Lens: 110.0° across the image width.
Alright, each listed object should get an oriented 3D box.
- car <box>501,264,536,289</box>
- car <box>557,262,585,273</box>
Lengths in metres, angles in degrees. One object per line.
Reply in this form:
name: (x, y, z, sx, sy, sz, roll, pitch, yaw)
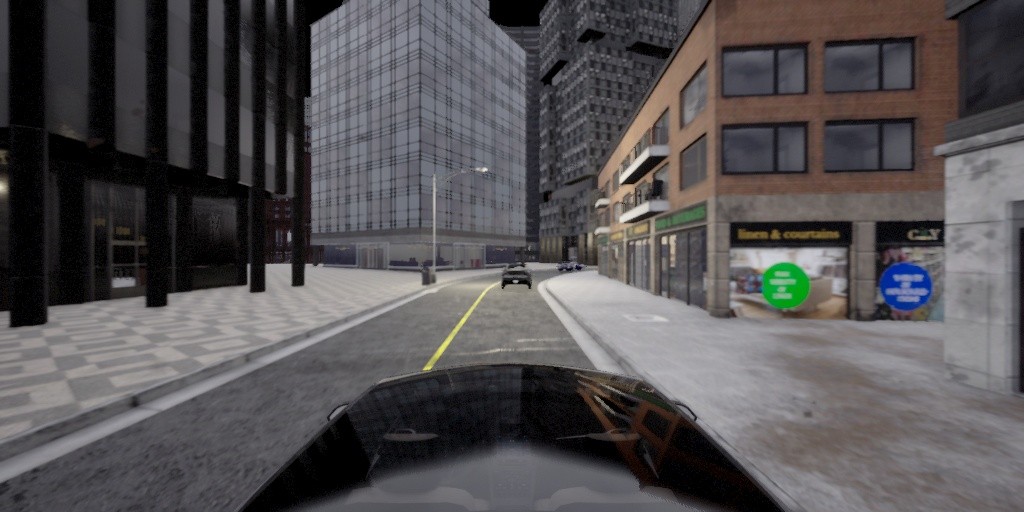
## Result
car: (0.405, 1.245, 23.189, 1.837, 1.490, 4.892, 0, 0, 4)
car: (7.432, 1.372, 44.530, 1.895, 1.301, 4.718, 0, 0, 32)
